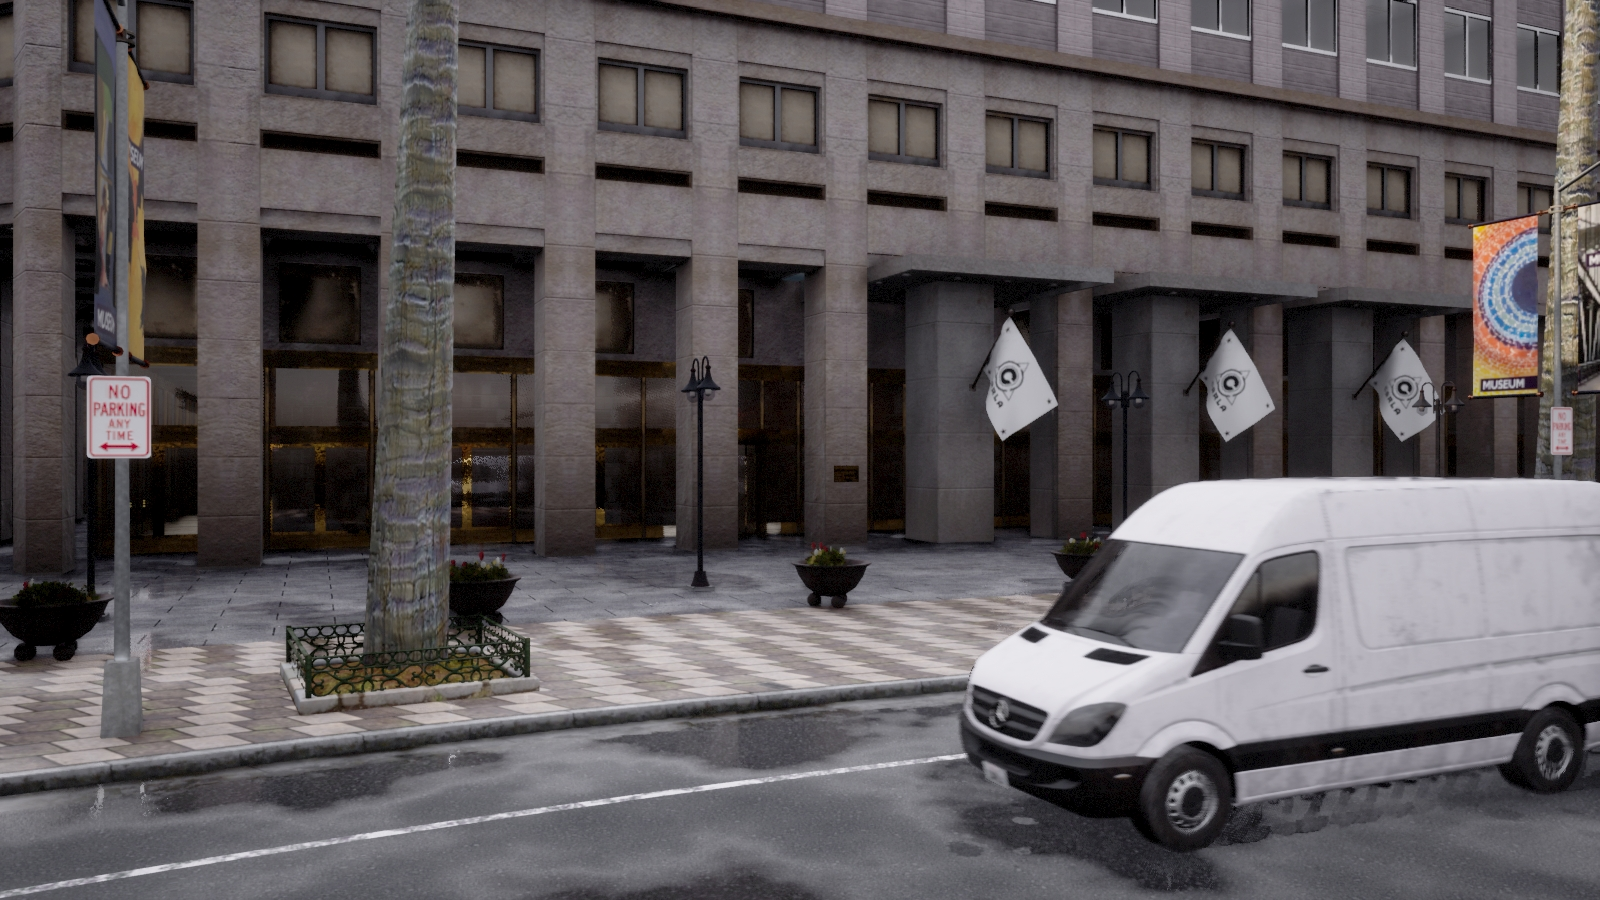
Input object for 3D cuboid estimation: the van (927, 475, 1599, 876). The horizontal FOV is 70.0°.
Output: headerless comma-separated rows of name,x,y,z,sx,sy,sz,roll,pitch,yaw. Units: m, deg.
van,4.164,1.534,9.556,5.915,2.561,1.988,0,0,-21
